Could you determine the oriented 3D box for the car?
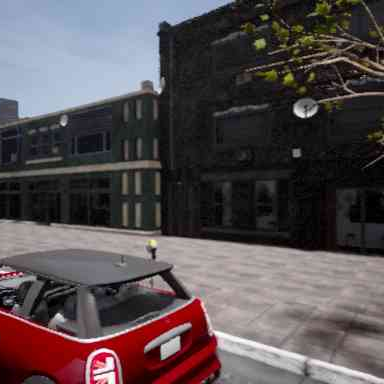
[{"bbox_3d":[-1.777,1.440,4.153,4.097,1.590,1.967,0,-1,36],"label":"car"}]
